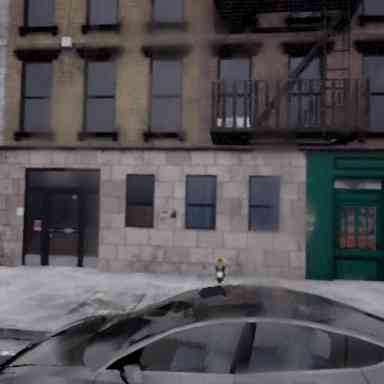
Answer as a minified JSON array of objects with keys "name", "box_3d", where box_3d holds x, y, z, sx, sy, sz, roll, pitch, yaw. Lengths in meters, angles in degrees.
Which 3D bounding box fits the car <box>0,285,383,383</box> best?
[{"name":"car","box_3d":[0.240,1.696,3.353,4.313,1.339,1.947,1,-2,6]}]
